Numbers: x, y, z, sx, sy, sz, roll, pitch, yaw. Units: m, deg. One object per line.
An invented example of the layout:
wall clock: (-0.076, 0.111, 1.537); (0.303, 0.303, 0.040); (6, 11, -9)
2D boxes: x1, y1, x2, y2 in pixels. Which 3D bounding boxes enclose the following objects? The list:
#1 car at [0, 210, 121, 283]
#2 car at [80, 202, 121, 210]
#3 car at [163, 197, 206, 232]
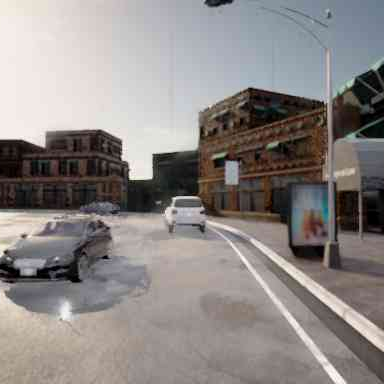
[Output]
car: (-3.641, 1.513, 9.805); (2.128, 1.511, 4.902); (0, 0, 0)
car: (-10.233, 1.782, 36.991); (5.357, 1.411, 2.033); (0, -2, 37)
car: (-0.555, 1.314, 20.924); (2.150, 2.045, 5.566); (1, -1, -8)
